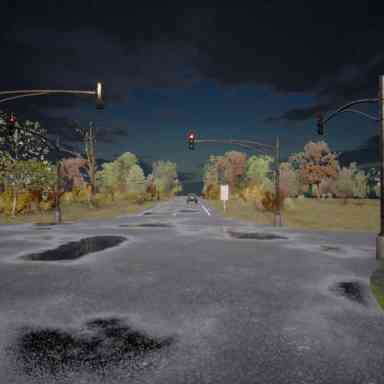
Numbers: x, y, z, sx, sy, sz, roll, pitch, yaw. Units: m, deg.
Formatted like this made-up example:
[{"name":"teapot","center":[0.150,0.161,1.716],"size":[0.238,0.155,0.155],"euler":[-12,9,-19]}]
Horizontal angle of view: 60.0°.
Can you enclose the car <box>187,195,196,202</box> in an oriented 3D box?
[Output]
[{"name":"car","center":[-0.003,1.464,78.020],"size":[2.033,1.411,5.357],"euler":[0,0,0]}]

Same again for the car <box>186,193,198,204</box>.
[{"name":"car","center":[-0.002,1.291,67.629],"size":[2.150,2.045,5.566],"euler":[0,0,0]}]
